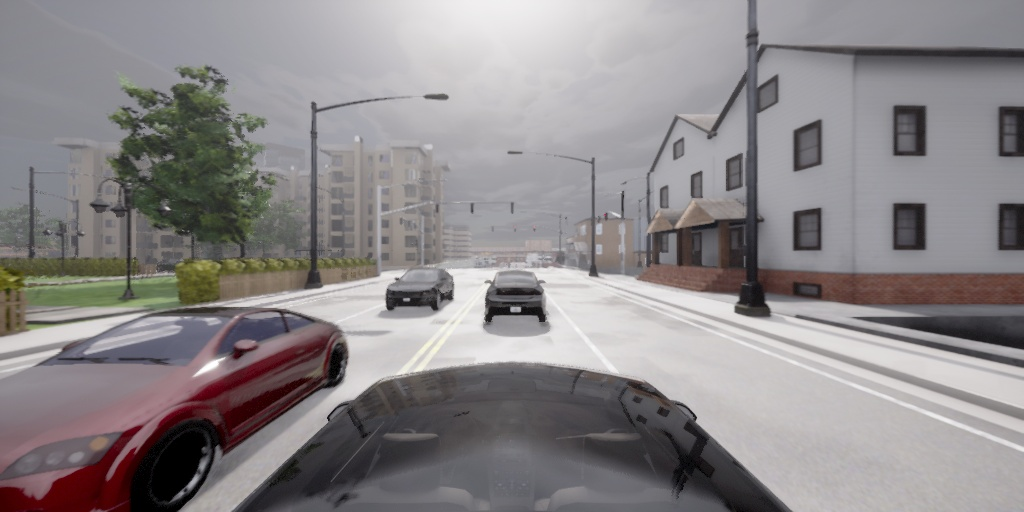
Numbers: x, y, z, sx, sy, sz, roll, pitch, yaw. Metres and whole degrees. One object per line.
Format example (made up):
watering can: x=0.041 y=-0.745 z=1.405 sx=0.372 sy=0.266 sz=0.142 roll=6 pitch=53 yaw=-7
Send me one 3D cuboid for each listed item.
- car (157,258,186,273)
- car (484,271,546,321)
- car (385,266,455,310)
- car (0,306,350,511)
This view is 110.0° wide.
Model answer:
car: x=-38.888 y=1.040 z=42.300 sx=4.553 sy=1.767 sz=2.097 roll=0 pitch=0 yaw=1
car: x=0.108 y=1.240 z=12.357 sx=1.837 sy=1.490 sz=4.892 roll=0 pitch=0 yaw=0
car: x=-3.575 y=1.210 z=14.703 sx=1.882 sy=1.535 sz=5.008 roll=0 pitch=0 yaw=0
car: x=-3.600 y=1.310 z=4.080 sx=1.994 sy=1.385 sz=4.181 roll=0 pitch=0 yaw=0
